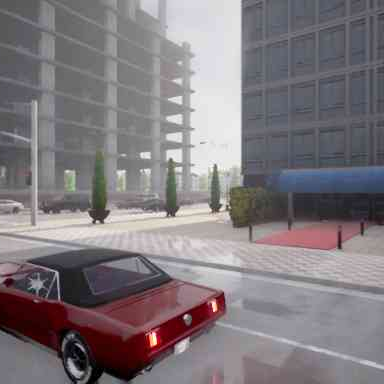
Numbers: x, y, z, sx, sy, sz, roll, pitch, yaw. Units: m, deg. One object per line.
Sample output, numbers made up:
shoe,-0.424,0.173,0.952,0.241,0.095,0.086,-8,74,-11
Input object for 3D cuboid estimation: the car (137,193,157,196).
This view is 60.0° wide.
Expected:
car,-7.415,1.218,51.025,2.150,2.045,5.566,0,0,36

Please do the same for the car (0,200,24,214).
car,-19.710,1.520,33.971,1.812,1.442,4.674,0,0,36

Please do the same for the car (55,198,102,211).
car,-14.105,1.541,41.751,2.033,1.411,5.357,0,0,36

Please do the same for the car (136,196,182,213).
car,-3.693,1.500,37.897,1.837,1.490,4.892,0,0,36

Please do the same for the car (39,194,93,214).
car,-13.719,1.216,36.300,2.150,2.045,5.566,0,0,36

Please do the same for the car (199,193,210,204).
car,1.961,1.498,63.877,2.128,1.511,4.902,0,0,36

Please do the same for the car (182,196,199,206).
car,-1.729,1.542,52.913,2.033,1.411,5.357,0,0,36

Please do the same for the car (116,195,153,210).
car,-7.943,1.499,44.310,1.837,1.490,4.892,0,0,36

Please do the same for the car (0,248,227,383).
car,-1.927,1.600,5.357,4.718,1.301,1.895,0,0,35
